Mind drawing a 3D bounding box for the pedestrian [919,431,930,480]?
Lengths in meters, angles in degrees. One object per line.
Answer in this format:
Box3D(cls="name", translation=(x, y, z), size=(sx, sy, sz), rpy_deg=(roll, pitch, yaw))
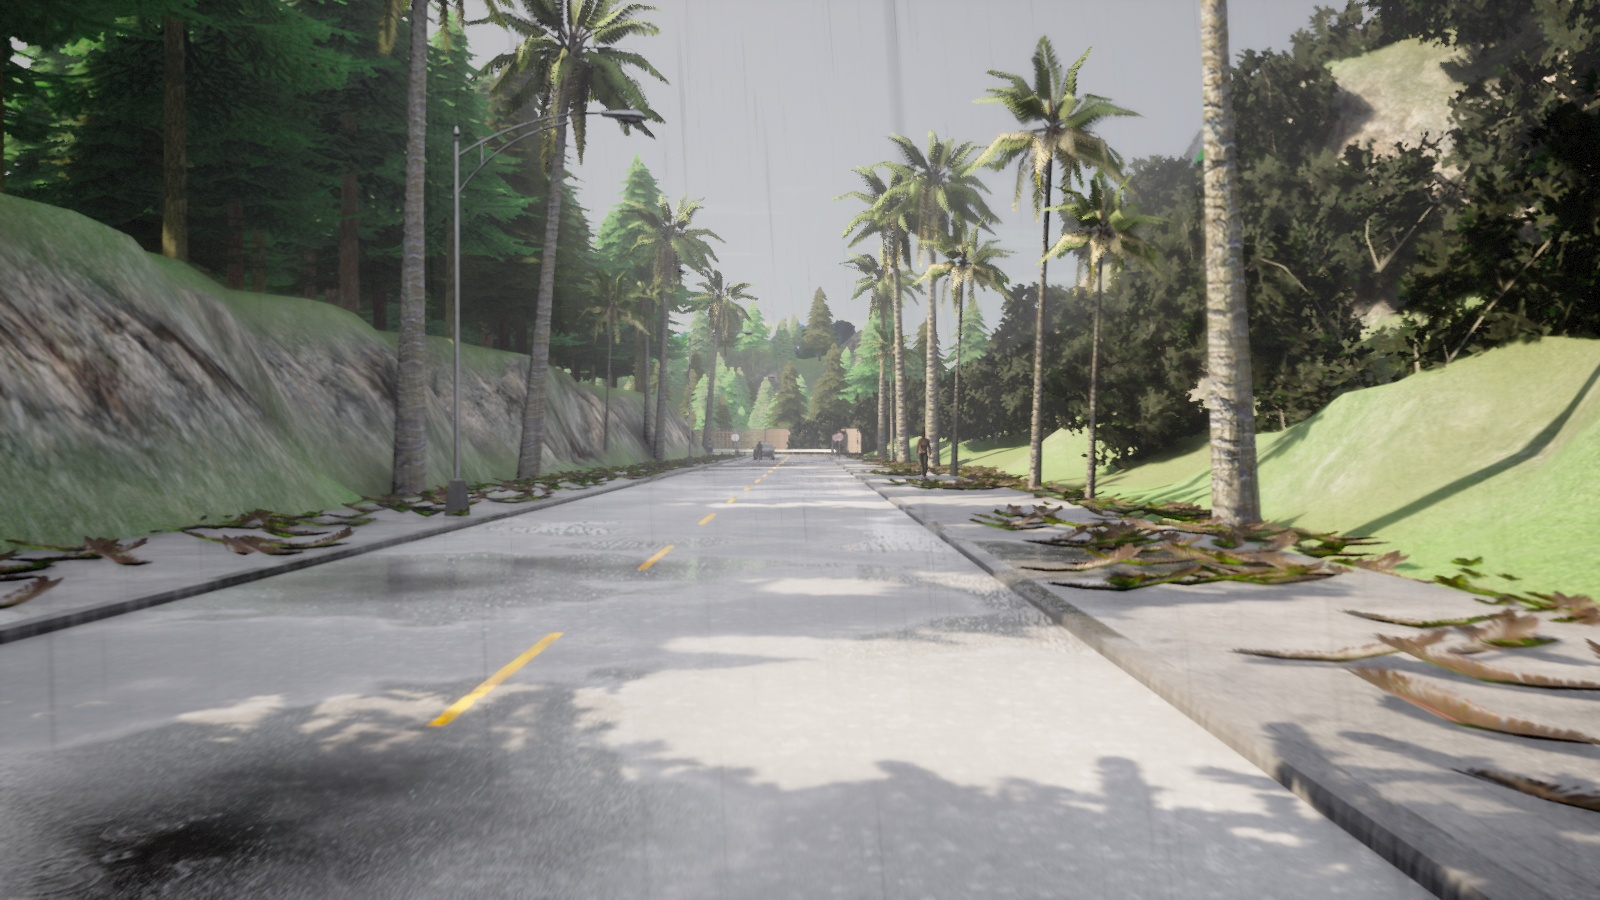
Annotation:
Box3D(cls="pedestrian", translation=(4.589, 0.189, 46.287), size=(0.328, 1.805, 0.869), rpy_deg=(0, 0, 1))
